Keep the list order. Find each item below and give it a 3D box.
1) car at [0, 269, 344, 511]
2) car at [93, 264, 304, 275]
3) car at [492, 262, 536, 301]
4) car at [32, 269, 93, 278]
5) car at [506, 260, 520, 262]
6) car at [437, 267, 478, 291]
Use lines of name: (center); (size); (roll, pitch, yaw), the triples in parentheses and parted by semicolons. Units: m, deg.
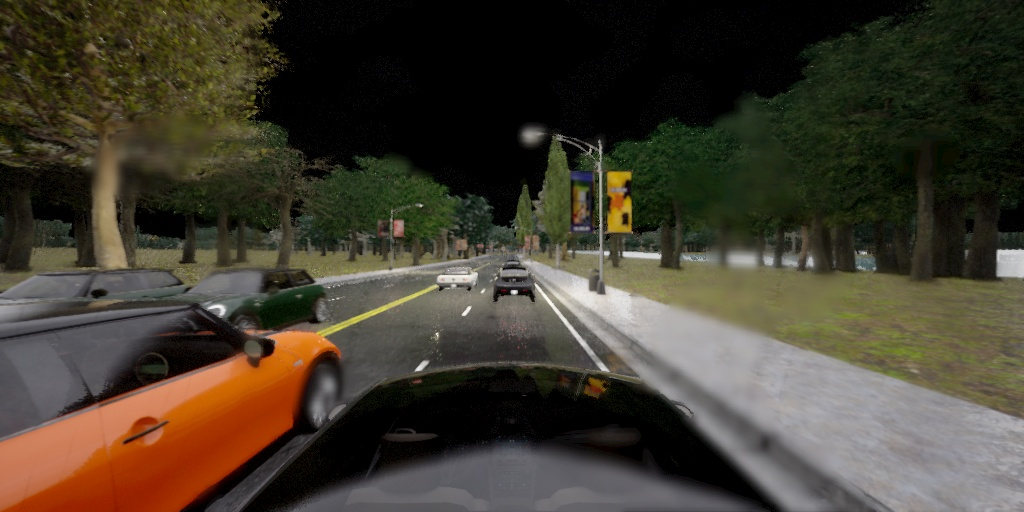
car: (-3.151, 1.102, 2.663); (2.097, 1.767, 4.553); (0, 0, 0)
car: (-6.554, 1.098, 8.824); (2.097, 1.767, 4.553); (0, 0, 0)
car: (0.098, 1.237, 17.231); (1.837, 1.490, 4.892); (0, 0, 0)
car: (-9.809, 1.099, 8.120); (2.097, 1.767, 4.553); (0, 0, 0)
car: (0.095, 1.172, 35.395); (1.837, 1.490, 4.892); (0, 0, 0)
car: (-3.153, 1.319, 21.619); (1.895, 1.301, 4.718); (0, 0, 0)
